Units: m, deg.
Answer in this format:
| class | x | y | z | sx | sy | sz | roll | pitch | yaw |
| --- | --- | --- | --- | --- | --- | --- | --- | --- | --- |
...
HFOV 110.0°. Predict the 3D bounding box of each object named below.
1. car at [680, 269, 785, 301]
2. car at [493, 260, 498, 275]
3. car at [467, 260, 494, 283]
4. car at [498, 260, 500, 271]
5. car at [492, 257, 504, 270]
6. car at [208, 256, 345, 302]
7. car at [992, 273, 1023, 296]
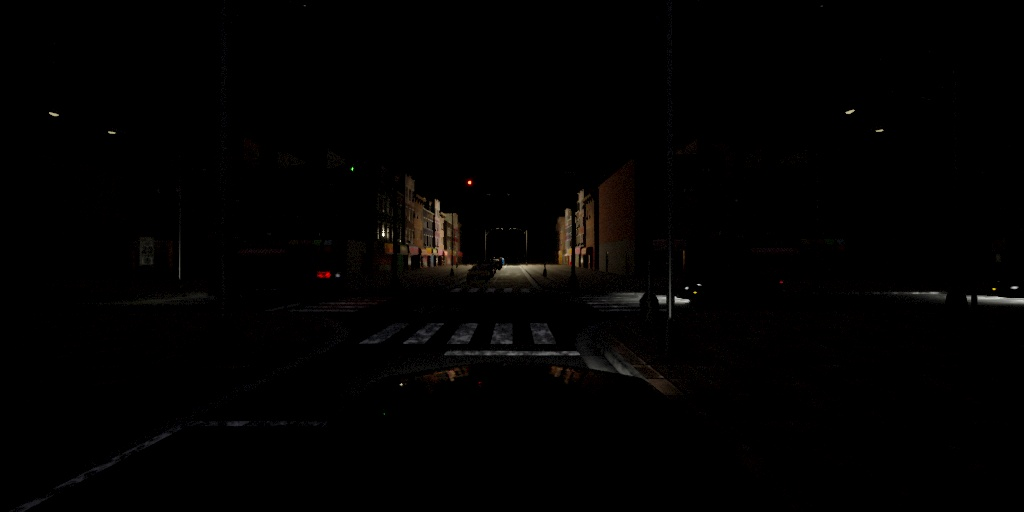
| class | x | y | z | sx | sy | sz | roll | pitch | yaw |
| --- | --- | --- | --- | --- | --- | --- | --- | --- | --- |
| car | 10.124 | 1.306 | 16.664 | 4.181 | 1.385 | 1.994 | 0 | 0 | 0 |
| car | -2.619 | 1.322 | 34.461 | 1.888 | 1.381 | 4.507 | 0 | 0 | 0 |
| car | -2.622 | 1.294 | 28.686 | 1.751 | 1.417 | 4.829 | 0 | 0 | 0 |
| car | -2.616 | 1.369 | 40.066 | 1.802 | 1.307 | 4.207 | 0 | 0 | 0 |
| car | -2.610 | 1.252 | 51.276 | 1.967 | 1.591 | 4.097 | 0 | 0 | 0 |
| car | -10.778 | 1.004 | 16.709 | 5.566 | 2.045 | 2.150 | 0 | 0 | 0 |
| car | 25.304 | 1.277 | 16.631 | 4.181 | 1.385 | 1.994 | 0 | 0 | 0 |
